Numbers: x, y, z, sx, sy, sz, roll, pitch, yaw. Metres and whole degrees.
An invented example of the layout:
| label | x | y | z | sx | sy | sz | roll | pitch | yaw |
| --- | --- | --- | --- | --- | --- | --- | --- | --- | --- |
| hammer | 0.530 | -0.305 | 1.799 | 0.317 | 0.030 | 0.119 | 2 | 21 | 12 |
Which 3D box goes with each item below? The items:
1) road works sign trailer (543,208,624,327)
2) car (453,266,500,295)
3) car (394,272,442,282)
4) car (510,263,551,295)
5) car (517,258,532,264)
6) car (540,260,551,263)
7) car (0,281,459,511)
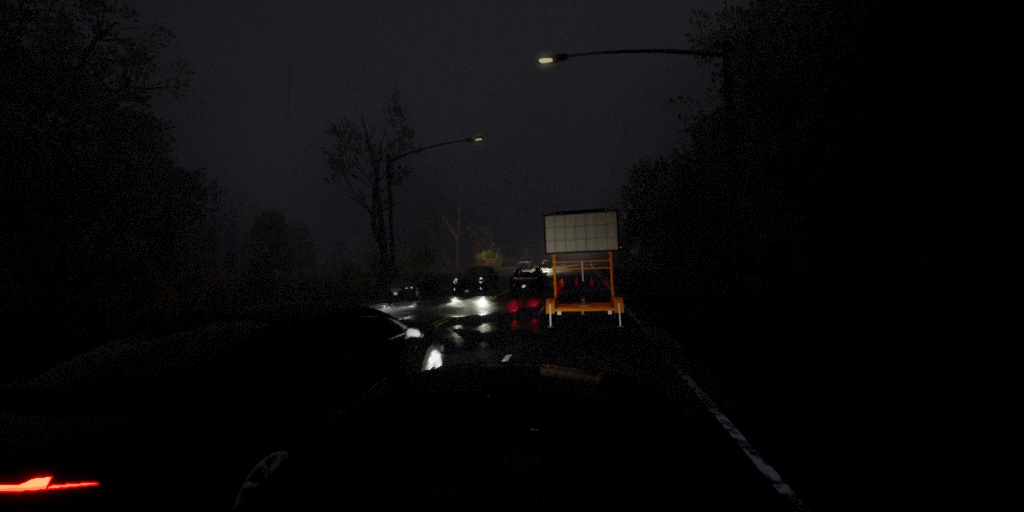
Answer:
| label | x | y | z | sx | sy | sz | roll | pitch | yaw |
| --- | --- | --- | --- | --- | --- | --- | --- | --- | --- |
| road works sign trailer | 2.402 | 0.289 | 11.846 | 2.380 | 3.560 | 2.880 | 0 | 0 | 11 |
| car | -2.222 | 1.453 | 22.975 | 2.097 | 1.767 | 4.553 | -3 | 0 | 11 |
| car | -5.790 | 1.739 | 21.602 | 2.128 | 1.511 | 4.902 | -3 | 0 | 11 |
| car | 1.104 | 1.440 | 21.932 | 2.128 | 1.511 | 4.902 | -3 | 0 | 11 |
| car | 2.201 | 1.354 | 61.721 | 2.150 | 2.045 | 5.566 | -3 | 0 | 12 |
| car | 5.820 | 1.473 | 63.110 | 2.128 | 1.511 | 4.902 | -3 | 0 | 12 |
| car | -2.316 | 1.261 | 4.005 | 1.837 | 1.490 | 4.892 | 0 | 0 | 11 |
